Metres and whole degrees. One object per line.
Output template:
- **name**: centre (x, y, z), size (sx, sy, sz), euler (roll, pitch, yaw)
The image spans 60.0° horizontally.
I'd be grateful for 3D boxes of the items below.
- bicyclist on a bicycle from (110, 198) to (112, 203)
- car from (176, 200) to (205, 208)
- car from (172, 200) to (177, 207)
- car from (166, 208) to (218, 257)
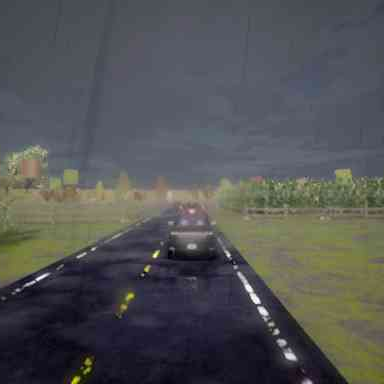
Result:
- **bicyclist on a bicycle**: centre (-22.435, 2.359, 91.782), size (0.582, 1.620, 1.656), euler (0, 0, 1)
- **car**: centre (0.012, 1.641, 28.421), size (2.097, 1.767, 4.553), euler (0, -1, 0)
- **car**: centre (-2.780, 2.177, 64.350), size (2.033, 1.411, 5.357), euler (0, 0, 1)
- **car**: centre (0.015, 1.632, 13.513), size (2.128, 1.511, 4.902), euler (0, 0, 0)
